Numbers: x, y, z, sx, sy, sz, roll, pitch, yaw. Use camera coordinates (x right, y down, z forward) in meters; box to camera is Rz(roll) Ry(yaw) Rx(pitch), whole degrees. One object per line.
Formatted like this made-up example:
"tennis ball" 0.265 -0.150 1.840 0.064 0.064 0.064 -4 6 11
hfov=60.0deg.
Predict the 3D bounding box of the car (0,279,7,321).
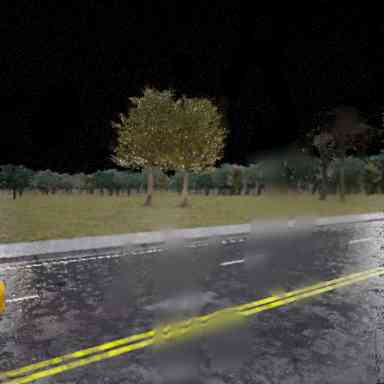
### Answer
"car" -5.120 1.487 4.025 5.008 1.535 1.882 0 0 -36
